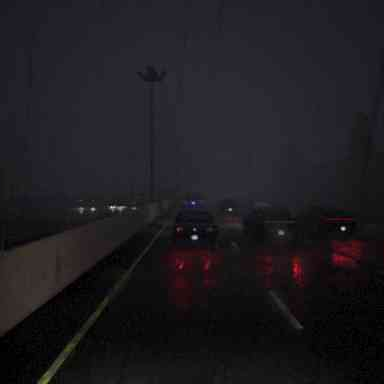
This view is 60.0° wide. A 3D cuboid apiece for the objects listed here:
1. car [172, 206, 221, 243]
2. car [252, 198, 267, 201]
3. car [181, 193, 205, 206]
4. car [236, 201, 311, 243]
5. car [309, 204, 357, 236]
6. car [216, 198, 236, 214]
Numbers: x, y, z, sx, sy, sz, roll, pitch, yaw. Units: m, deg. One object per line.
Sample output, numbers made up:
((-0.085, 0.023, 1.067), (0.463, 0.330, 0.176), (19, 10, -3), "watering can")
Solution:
((0.114, 1.538, 15.695), (1.895, 1.301, 4.718), (0, 0, 0), "car")
((7.128, 1.386, 35.064), (1.812, 1.442, 4.674), (0, 0, 0), "car")
((0.130, 1.091, 32.900), (2.150, 2.045, 5.566), (0, 0, 0), "car")
((3.614, 1.429, 15.858), (2.128, 1.511, 4.902), (0, 0, 0), "car")
((7.116, 1.435, 18.058), (1.837, 1.490, 4.892), (0, 1, 0), "car")
((3.633, 1.372, 33.825), (1.837, 1.490, 4.892), (0, 1, 0), "car")
